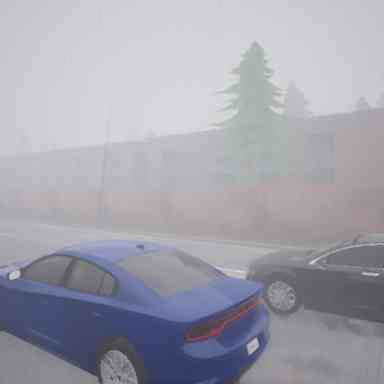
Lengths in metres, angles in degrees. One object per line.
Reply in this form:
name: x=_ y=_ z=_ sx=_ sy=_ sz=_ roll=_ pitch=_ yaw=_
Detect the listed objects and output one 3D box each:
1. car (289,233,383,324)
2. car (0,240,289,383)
car: x=3.345 y=1.503 z=5.909 sx=4.892 sy=1.490 sz=1.837 roll=0 pitch=0 yaw=35
car: x=-1.369 y=1.469 z=4.968 sx=5.008 sy=1.535 sz=1.882 roll=0 pitch=0 yaw=35
